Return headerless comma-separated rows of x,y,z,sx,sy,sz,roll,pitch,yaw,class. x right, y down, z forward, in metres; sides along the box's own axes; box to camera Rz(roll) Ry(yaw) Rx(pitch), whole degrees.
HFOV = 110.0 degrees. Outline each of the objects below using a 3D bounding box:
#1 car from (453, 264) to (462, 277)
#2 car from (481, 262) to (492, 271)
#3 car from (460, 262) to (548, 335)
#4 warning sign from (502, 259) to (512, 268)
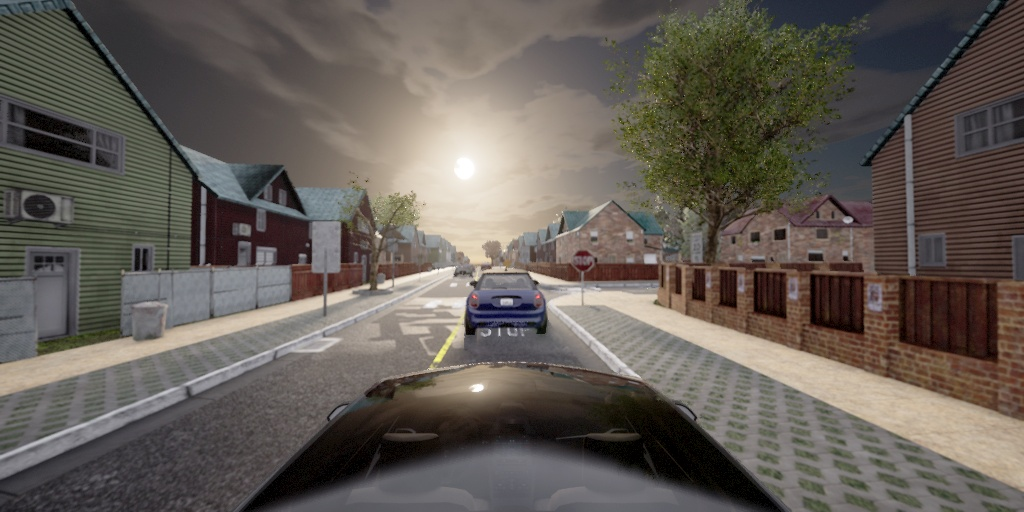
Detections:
-5.444,1.633,40.351,1.994,1.385,4.181,0,0,-5,car
-4.541,1.850,63.390,1.882,1.535,5.008,0,-1,-4,car
-0.222,1.163,10.874,2.097,1.767,4.553,0,-1,-2,car
-0.627,1.267,46.880,1.300,1.860,1.060,0,0,-5,warning sign
